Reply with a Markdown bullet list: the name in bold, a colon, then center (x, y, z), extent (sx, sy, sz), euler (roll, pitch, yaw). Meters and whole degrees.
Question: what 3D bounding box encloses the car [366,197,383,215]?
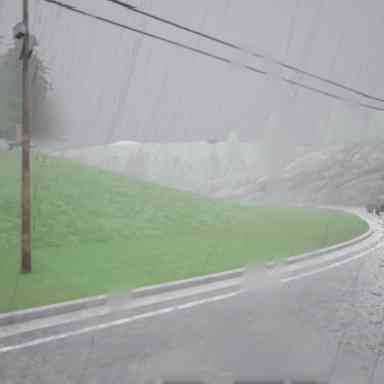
- **car**: center (18.173, 1.241, 31.744), extent (2.097, 1.767, 4.553), euler (0, 0, 15)
